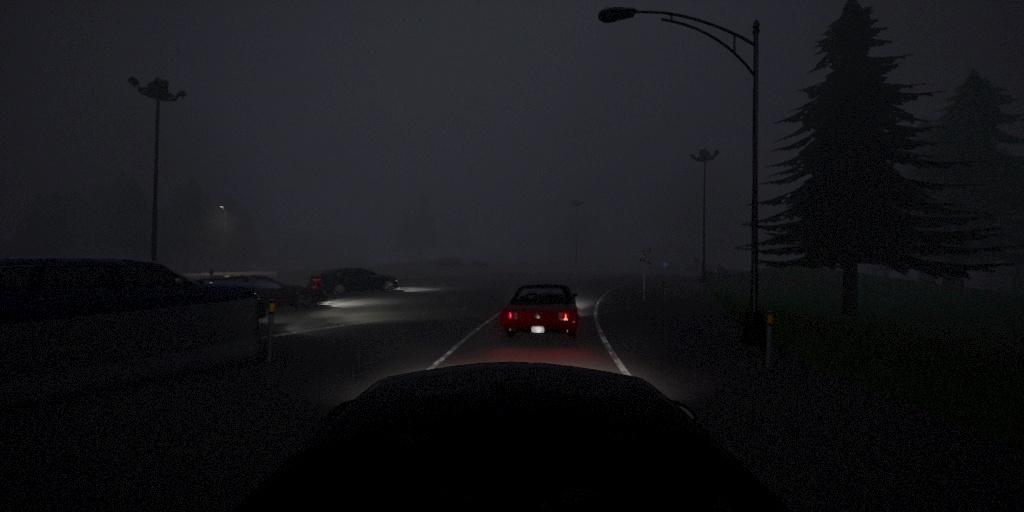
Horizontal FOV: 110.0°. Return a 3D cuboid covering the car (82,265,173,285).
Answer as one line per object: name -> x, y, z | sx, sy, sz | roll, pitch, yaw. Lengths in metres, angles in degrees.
car -> -29.769, 1.420, 27.915 | 1.895, 1.301, 4.718 | 1, 0, 39

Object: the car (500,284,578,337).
car -> 1.002, 1.494, 10.718 | 1.895, 1.301, 4.718 | -1, -1, 10

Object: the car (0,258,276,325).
car -> -9.220, 1.076, 8.473 | 2.150, 2.045, 5.566 | 0, 0, 39

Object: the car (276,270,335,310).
car -> -9.859, 1.406, 13.281 | 2.033, 1.411, 5.357 | 0, 0, 39

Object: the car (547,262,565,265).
car -> 6.938, 1.828, 63.679 | 1.837, 1.490, 4.892 | 0, -1, 38

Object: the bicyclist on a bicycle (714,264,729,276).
bicyclist on a bicycle -> 28.380, 1.926, 48.758 | 1.656, 1.620, 0.582 | 4, 1, 38

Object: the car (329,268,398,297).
car -> -8.813, 1.384, 20.248 | 1.837, 1.490, 4.892 | 0, 0, 38

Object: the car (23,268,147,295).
car -> -25.685, 1.434, 21.809 | 1.895, 1.301, 4.718 | 0, 0, 39

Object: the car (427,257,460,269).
car -> -9.915, 1.198, 53.383 | 2.150, 2.045, 5.566 | 0, -1, 38

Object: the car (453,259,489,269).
car -> -5.083, 1.475, 48.192 | 2.128, 1.511, 4.902 | 0, -1, 38
